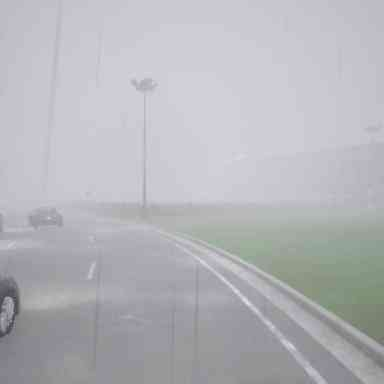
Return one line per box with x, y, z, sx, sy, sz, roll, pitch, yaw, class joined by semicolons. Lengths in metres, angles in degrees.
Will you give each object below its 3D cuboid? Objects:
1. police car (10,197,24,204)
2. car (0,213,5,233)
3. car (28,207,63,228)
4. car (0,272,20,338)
-42.763;2.128;81.890;1.930;1.638;5.238;0;0;-33;police car
-12.735;1.731;20.598;2.033;1.411;5.357;0;0;-29;car
-10.751;1.767;24.275;1.994;1.385;4.181;0;0;-31;car
-3.735;1.543;3.754;1.837;1.490;4.892;0;-1;-4;car
